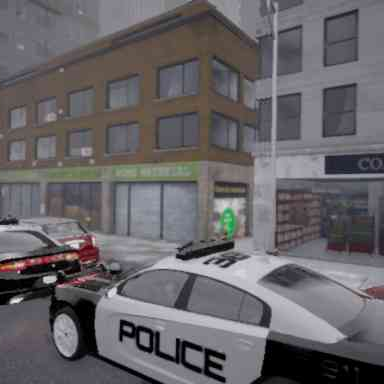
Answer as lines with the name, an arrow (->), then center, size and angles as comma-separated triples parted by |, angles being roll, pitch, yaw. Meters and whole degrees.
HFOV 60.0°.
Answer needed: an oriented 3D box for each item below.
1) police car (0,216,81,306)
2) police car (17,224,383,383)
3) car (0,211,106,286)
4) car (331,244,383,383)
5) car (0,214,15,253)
police car -> -4.789, 1.459, 7.871 | 5.238, 1.638, 1.930 | 0, 0, 36
police car -> 0.053, 1.456, 4.327 | 5.238, 1.638, 1.930 | 0, 0, 36
car -> -4.750, 1.488, 10.134 | 4.097, 1.590, 1.967 | 0, 0, 36
car -> 4.140, 1.588, 3.637 | 4.507, 1.381, 1.887 | 0, 0, 36
car -> -9.194, 1.596, 13.383 | 4.507, 1.381, 1.887 | 0, 0, 36
